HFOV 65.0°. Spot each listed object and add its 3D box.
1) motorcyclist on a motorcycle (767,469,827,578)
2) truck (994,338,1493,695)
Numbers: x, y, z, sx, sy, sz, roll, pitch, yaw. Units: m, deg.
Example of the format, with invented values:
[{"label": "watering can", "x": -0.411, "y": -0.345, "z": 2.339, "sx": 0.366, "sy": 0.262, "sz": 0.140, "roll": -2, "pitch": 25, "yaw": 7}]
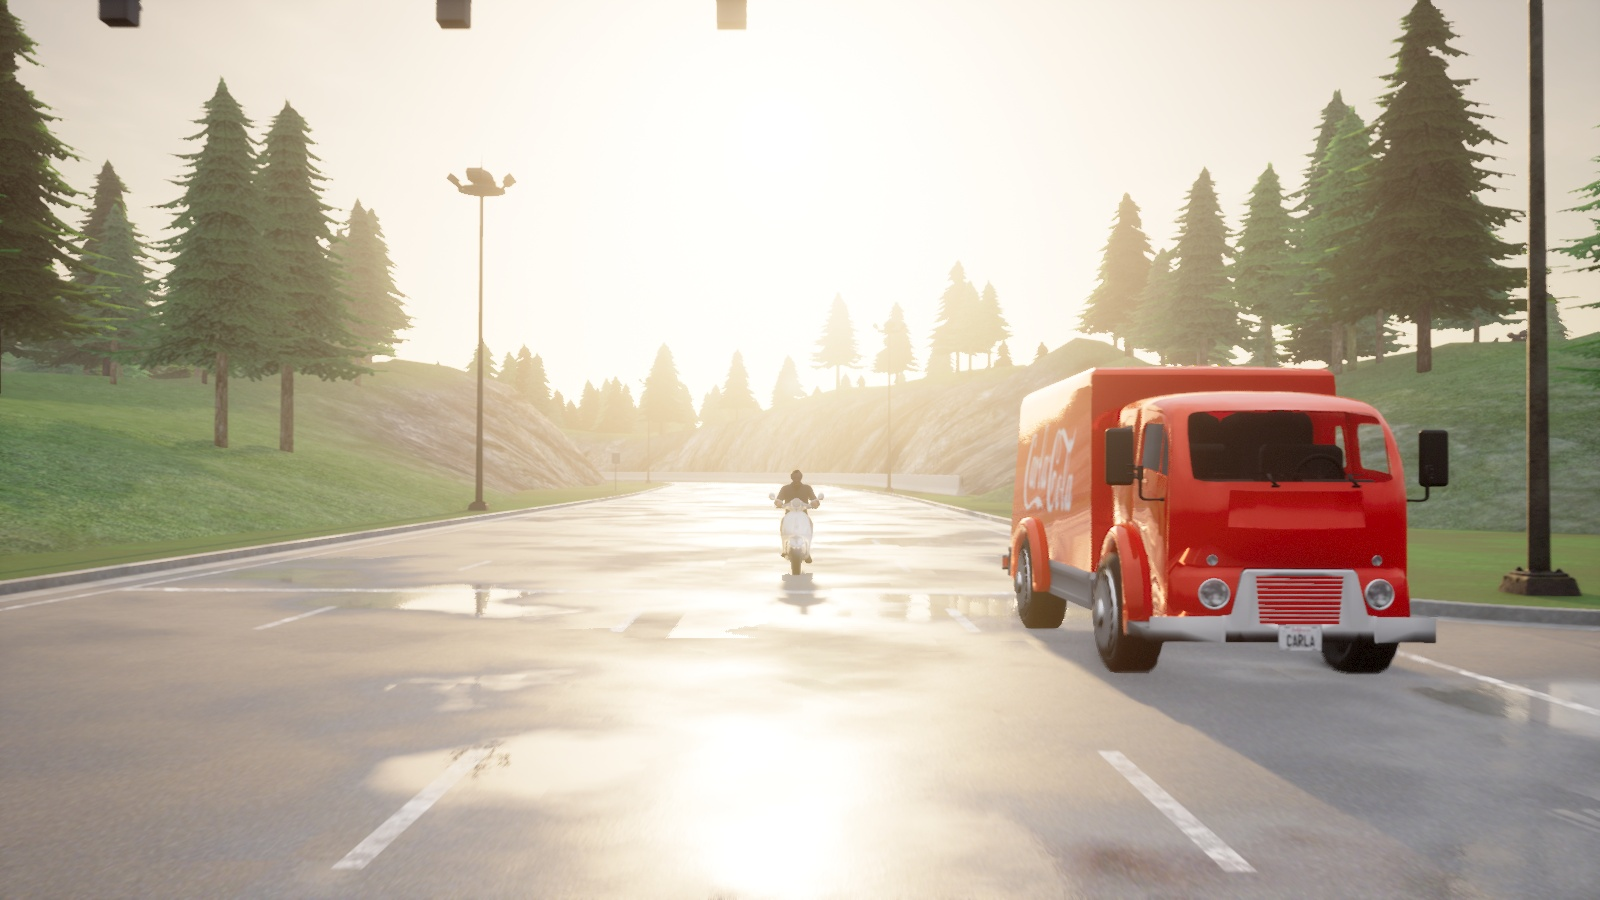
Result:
[{"label": "motorcyclist on a motorcycle", "x": -0.047, "y": 1.091, "z": 19.314, "sx": 0.866, "sy": 1.590, "sz": 1.817, "roll": 0, "pitch": -1, "yaw": 0}, {"label": "truck", "x": 3.475, "y": 0.504, "z": 11.305, "sx": 2.627, "sy": 2.467, "sz": 5.204, "roll": 0, "pitch": -1, "yaw": 0}]
